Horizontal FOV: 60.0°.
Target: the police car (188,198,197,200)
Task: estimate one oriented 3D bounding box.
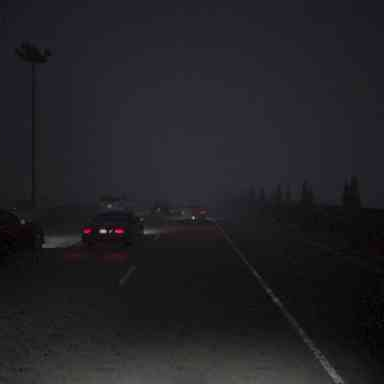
[{"bbox_3d":[0.099,1.576,41.562,2.038,1.542,4.974,0,0,0],"label":"police car"}]

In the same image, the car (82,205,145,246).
[{"bbox_3d":[-3.401,1.559,15.240,2.033,1.411,5.357,0,0,0],"label":"car"}]

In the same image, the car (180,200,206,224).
[{"bbox_3d":[0.099,1.555,25.122,1.812,1.442,4.674,0,0,0],"label":"car"}]

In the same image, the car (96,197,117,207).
[{"bbox_3d":[-14.003,1.605,54.904,2.128,1.511,4.902,0,0,0],"label":"car"}]

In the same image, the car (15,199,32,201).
[{"bbox_3d":[-17.579,1.556,34.371,1.837,1.490,4.892,0,0,0],"label":"car"}]

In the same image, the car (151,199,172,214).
[{"bbox_3d":[-3.401,1.562,36.636,1.837,1.490,4.892,0,0,0],"label":"car"}]

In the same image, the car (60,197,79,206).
[{"bbox_3d":[-21.002,1.634,57.058,1.882,1.535,5.008,0,0,0],"label":"car"}]

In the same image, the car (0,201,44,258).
[{"bbox_3d":[-6.900,1.359,11.298,2.097,1.767,4.553,0,0,0],"label":"car"}]

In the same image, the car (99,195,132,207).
[{"bbox_3d":[-6.901,1.263,30.593,2.150,2.045,5.566,0,0,0],"label":"car"}]
